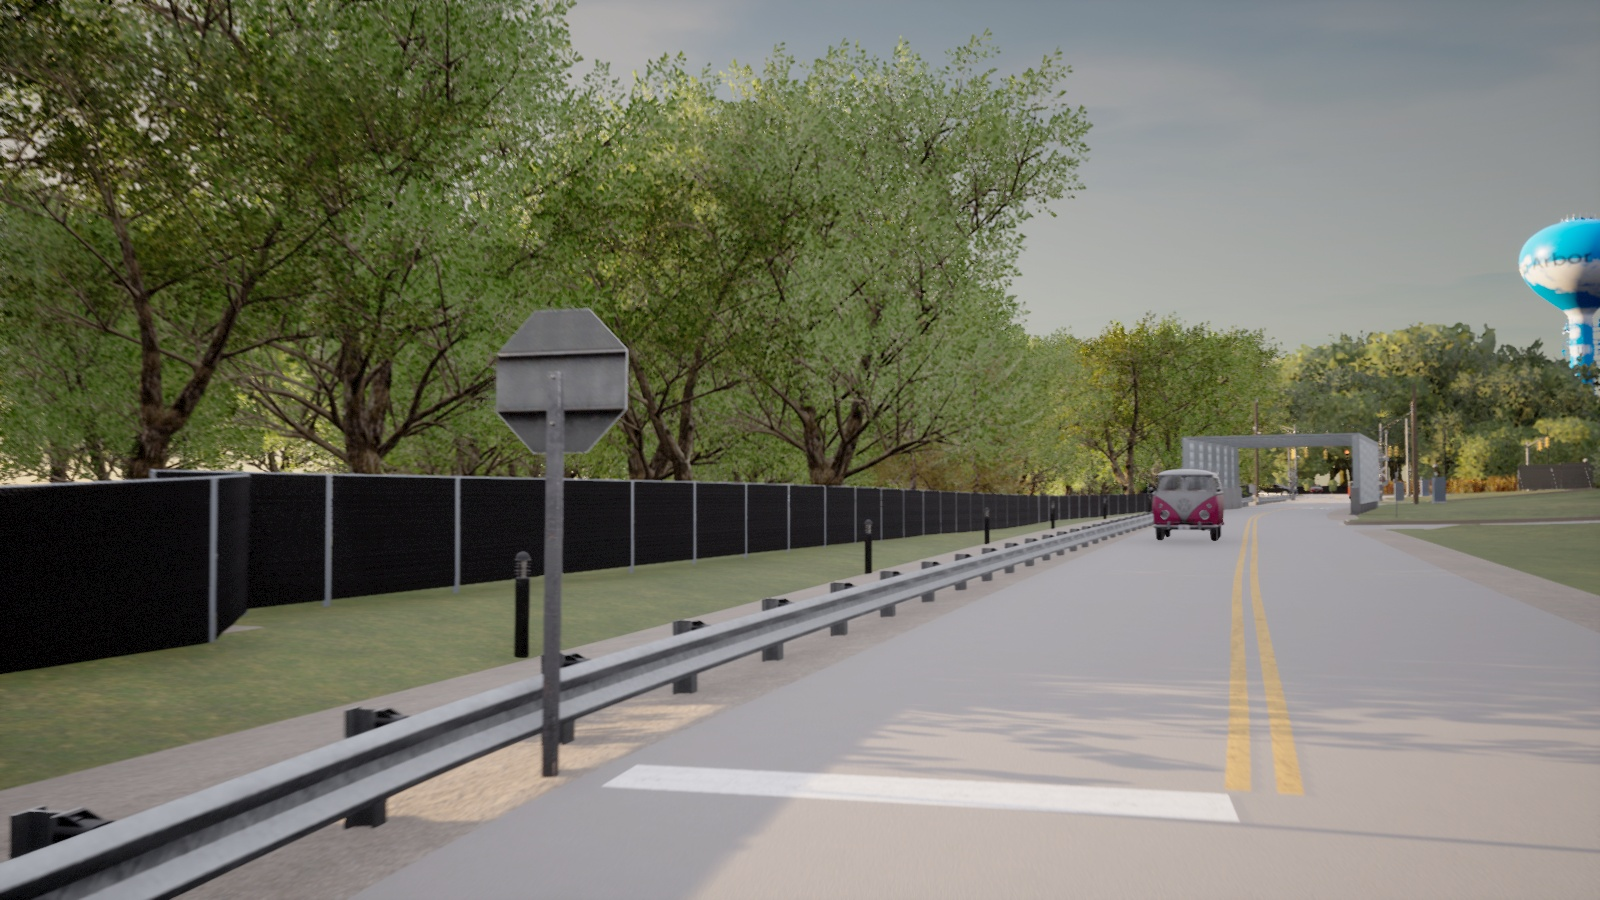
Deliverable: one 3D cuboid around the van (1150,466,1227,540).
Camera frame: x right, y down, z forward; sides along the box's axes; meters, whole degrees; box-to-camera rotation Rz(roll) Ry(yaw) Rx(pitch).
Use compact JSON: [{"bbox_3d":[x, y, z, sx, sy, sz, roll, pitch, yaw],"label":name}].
[{"bbox_3d":[11.189,1.487,35.994,1.775,1.987,4.442,-1,-2,21],"label":"van"}]
